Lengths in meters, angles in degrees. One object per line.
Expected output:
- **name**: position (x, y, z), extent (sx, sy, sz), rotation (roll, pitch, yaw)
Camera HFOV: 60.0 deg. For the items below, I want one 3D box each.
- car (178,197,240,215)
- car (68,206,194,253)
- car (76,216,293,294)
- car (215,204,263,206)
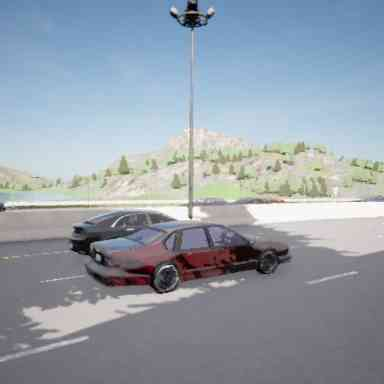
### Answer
- **car**: position (1.561, 1.210, 29.790), extent (5.357, 1.411, 2.033), rotation (0, 1, -30)
- **car**: position (-1.559, 1.357, 11.201), extent (4.892, 1.490, 1.837), rotation (0, 0, -34)
- **car**: position (0.118, 1.445, 8.454), extent (5.357, 1.411, 2.033), rotation (0, 1, -32)
- **car**: position (4.636, 1.221, 27.539), extent (4.892, 1.490, 1.837), rotation (1, 0, -29)
